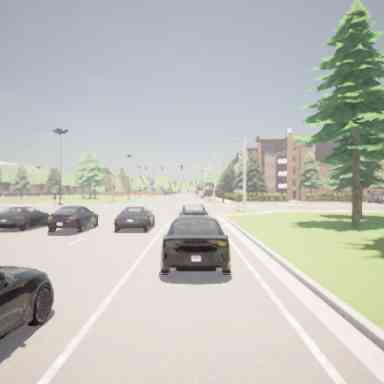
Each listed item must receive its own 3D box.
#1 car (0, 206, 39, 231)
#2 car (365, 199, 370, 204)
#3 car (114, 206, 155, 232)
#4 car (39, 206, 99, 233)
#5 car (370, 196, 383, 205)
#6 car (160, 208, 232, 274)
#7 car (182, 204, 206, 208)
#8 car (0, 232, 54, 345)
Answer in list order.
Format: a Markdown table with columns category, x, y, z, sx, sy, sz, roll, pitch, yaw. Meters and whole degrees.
| category | x | y | z | sx | sy | sz | roll | pitch | yaw |
| --- | --- | --- | --- | --- | --- | --- | --- | --- | --- |
| car | -10.402 | 1.559 | 20.392 | 1.994 | 1.385 | 4.181 | 0 | 0 | 0 |
| car | 35.191 | 1.510 | 62.475 | 4.902 | 1.511 | 2.128 | 0 | 0 | 0 |
| car | -3.403 | 1.557 | 20.281 | 1.994 | 1.385 | 4.181 | 0 | 0 | 0 |
| car | -6.903 | 1.521 | 19.649 | 1.812 | 1.442 | 4.674 | 0 | 0 | 0 |
| car | 35.322 | 1.527 | 58.976 | 5.357 | 1.411 | 2.033 | 0 | 0 | 0 |
| car | 0.099 | 1.475 | 10.553 | 1.882 | 1.535 | 5.008 | 0 | 0 | 0 |
| car | 0.098 | 1.487 | 19.950 | 2.128 | 1.511 | 4.902 | 0 | 0 | 0 |
| car | -3.400 | 1.525 | 4.069 | 1.812 | 1.442 | 4.674 | 0 | 0 | 0 |
